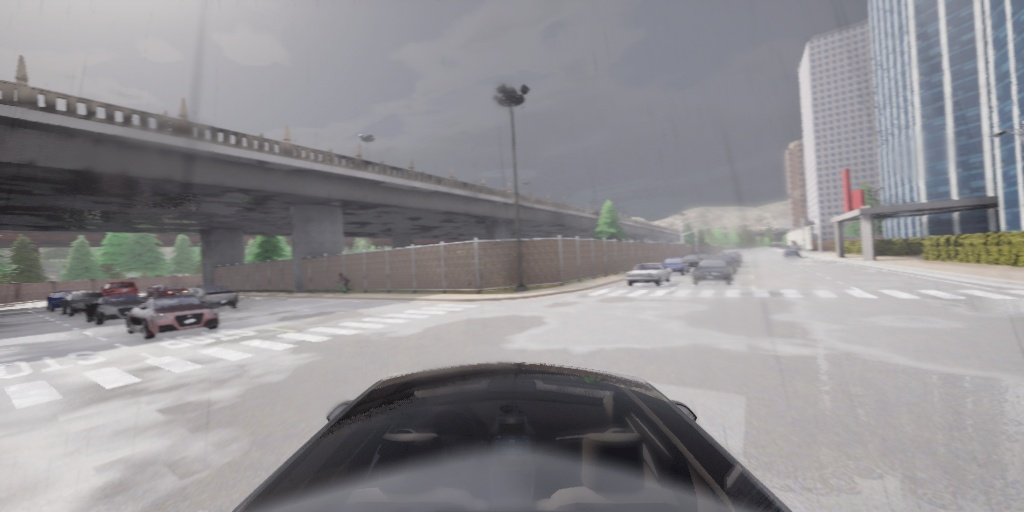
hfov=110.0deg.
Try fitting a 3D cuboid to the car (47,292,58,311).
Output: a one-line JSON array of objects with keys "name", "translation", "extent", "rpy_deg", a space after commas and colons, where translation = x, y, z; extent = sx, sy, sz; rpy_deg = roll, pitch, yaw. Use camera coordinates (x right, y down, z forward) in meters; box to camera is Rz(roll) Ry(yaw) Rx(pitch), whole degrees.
[{"name": "car", "translation": [-37.395, 3.665, 30.095], "extent": [5.008, 1.535, 1.882], "rpy_deg": [-4, -1, 35]}]

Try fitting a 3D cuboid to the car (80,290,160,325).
[{"name": "car", "translation": [-20.488, 2.689, 18.729], "extent": [4.181, 1.385, 1.994], "rpy_deg": [-4, -1, 33]}]

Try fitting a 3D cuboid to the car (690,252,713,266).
[{"name": "car", "translation": [24.691, 0.379, 46.620], "extent": [2.128, 1.511, 4.902], "rpy_deg": [-4, -1, 33]}]

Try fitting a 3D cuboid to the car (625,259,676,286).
[{"name": "car", "translation": [8.632, 1.104, 22.500], "extent": [1.895, 1.301, 4.718], "rpy_deg": [-4, -1, 34]}]

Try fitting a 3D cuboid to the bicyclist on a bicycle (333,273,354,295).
[{"name": "bicyclist on a bicycle", "translation": [-12.546, 2.076, 26.630], "extent": [0.582, 1.620, 1.656], "rpy_deg": [-4, 0, 34]}]

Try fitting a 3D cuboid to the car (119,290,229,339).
[{"name": "car", "translation": [-13.068, 2.224, 13.796], "extent": [4.181, 1.385, 1.994], "rpy_deg": [-4, -1, 34]}]

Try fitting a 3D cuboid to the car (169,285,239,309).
[{"name": "car", "translation": [-18.536, 2.544, 21.870], "extent": [4.902, 1.511, 2.128], "rpy_deg": [-4, -1, 34]}]

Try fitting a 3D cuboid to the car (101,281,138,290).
[{"name": "car", "translation": [-39.393, 3.590, 36.058], "extent": [5.566, 2.045, 2.150], "rpy_deg": [-3, 0, 37]}]

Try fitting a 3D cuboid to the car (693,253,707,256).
[{"name": "car", "translation": [19.105, 0.580, 38.278], "extent": [1.882, 1.535, 5.008], "rpy_deg": [-4, -1, 34]}]

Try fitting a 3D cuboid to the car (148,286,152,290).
[{"name": "car", "translation": [-43.211, 4.190, 43.894], "extent": [1.812, 1.442, 4.674], "rpy_deg": [-3, -1, -40]}]

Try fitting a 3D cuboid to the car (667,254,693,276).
[{"name": "car", "translation": [13.685, 0.836, 30.138], "extent": [1.812, 1.442, 4.674], "rpy_deg": [-4, -1, 34]}]

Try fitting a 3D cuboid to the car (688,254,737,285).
[{"name": "car", "translation": [11.735, 0.839, 20.861], "extent": [1.812, 1.442, 4.674], "rpy_deg": [-4, -1, 34]}]

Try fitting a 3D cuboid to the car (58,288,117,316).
[{"name": "car", "translation": [-28.727, 3.147, 24.228], "extent": [4.892, 1.490, 1.837], "rpy_deg": [-4, -1, 34]}]

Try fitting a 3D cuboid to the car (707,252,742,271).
[{"name": "car", "translation": [17.027, 0.658, 28.858], "extent": [2.033, 1.411, 5.357], "rpy_deg": [-4, -1, 34]}]

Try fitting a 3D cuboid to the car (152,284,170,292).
[{"name": "car", "translation": [-35.555, 3.770, 37.500], "extent": [4.718, 1.301, 1.895], "rpy_deg": [-4, -1, 36]}]
